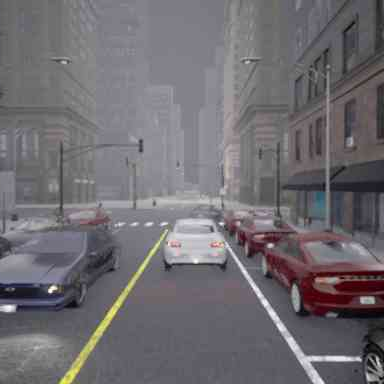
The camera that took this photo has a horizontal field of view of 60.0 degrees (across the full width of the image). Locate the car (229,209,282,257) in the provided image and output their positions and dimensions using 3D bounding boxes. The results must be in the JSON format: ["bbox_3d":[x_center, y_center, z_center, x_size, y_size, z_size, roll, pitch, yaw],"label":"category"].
[{"bbox_3d":[2.751,1.592,12.956,1.887,1.381,4.507,-1,0,0],"label":"car"}]

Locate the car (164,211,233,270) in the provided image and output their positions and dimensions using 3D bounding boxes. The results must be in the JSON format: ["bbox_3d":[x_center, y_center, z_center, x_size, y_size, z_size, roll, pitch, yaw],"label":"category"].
[{"bbox_3d":[0.102,1.566,11.053,1.812,1.442,4.674,0,0,0],"label":"car"}]

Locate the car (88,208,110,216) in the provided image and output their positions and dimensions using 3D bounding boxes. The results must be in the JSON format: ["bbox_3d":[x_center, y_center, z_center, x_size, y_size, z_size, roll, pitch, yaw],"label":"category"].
[{"bbox_3d":[-5.774,1.613,18.461,1.887,1.381,4.507,-1,0,0],"label":"car"}]

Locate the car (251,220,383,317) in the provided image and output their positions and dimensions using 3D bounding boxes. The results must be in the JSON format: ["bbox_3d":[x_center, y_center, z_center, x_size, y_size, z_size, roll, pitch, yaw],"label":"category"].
[{"bbox_3d":[2.752,1.572,7.450,1.887,1.381,4.507,-1,0,0],"label":"car"}]

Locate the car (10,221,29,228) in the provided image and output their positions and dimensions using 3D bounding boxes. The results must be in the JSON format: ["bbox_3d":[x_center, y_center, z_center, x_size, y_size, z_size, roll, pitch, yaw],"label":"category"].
[{"bbox_3d":[-5.773,1.594,7.451,1.947,1.339,4.313,-1,0,0],"label":"car"}]

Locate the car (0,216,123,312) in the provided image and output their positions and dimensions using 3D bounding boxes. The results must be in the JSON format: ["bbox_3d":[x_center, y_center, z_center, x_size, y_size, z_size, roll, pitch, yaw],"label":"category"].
[{"bbox_3d":[-3.068,1.578,8.234,2.033,1.411,5.357,0,0,0],"label":"car"}]

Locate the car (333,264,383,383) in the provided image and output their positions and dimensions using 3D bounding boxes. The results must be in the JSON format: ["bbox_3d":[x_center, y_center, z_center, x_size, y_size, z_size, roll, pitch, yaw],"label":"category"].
[{"bbox_3d":[2.752,1.573,1.946,1.947,1.339,4.313,-1,0,0],"label":"car"}]

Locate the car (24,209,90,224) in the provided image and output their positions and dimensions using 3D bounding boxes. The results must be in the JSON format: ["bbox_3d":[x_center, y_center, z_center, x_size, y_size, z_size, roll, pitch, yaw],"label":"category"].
[{"bbox_3d":[-5.774,1.599,12.956,2.008,1.369,4.403,-1,0,0],"label":"car"}]

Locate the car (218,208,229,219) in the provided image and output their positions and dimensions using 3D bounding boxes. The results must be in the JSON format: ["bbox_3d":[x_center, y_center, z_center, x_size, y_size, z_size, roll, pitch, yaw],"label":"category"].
[{"bbox_3d":[2.751,1.613,18.461,1.887,1.381,4.507,-1,0,0],"label":"car"}]

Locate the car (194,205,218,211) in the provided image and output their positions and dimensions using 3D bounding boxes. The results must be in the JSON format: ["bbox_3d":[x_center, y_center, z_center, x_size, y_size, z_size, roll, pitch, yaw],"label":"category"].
[{"bbox_3d":[1.173,1.657,24.961,1.994,1.385,4.181,0,0,16],"label":"car"}]
